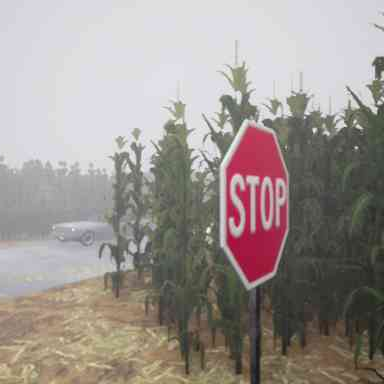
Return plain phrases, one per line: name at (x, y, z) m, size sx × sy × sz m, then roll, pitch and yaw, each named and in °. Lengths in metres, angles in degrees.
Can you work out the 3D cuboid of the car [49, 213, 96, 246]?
car at (-4.100, 1.616, 15.617) m, size 1.895 × 1.301 × 4.718 m, roll 0°, pitch 0°, yaw 37°
